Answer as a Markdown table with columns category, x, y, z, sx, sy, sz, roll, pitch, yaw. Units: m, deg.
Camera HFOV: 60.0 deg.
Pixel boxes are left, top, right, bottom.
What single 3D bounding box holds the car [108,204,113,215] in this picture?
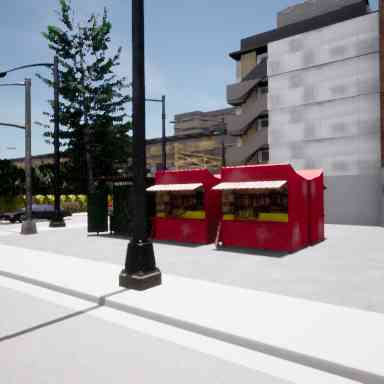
| category | x | y | z | sx | sy | sz | roll | pitch | yaw |
| --- | --- | --- | --- | --- | --- | --- | --- | --- | --- |
| car | -6.889 | 1.488 | 34.575 | 2.097 | 1.767 | 4.553 | -1 | -1 | 36 |

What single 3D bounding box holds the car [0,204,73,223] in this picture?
| category | x | y | z | sx | sy | sz | roll | pitch | yaw |
| --- | --- | --- | --- | --- | --- | --- | --- | --- | --- |
| car | -12.420 | 1.685 | 26.929 | 2.033 | 1.411 | 5.357 | -1 | -1 | 36 |
